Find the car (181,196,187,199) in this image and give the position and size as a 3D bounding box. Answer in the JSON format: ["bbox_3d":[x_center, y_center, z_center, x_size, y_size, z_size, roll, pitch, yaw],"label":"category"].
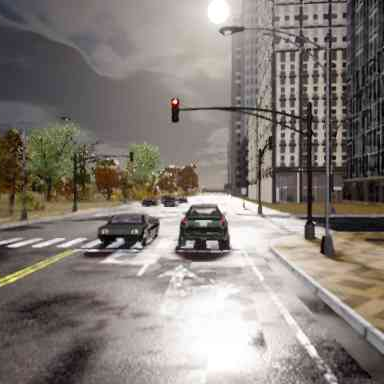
[{"bbox_3d":[-1.854,1.542,66.845,1.994,1.385,4.181,0,0,5],"label":"car"}]

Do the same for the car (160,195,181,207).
[{"bbox_3d":[-3.253,1.482,51.347,1.837,1.490,4.892,0,0,5],"label":"car"}]

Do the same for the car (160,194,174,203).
[{"bbox_3d":[-5.076,1.331,67.221,2.097,1.767,4.553,0,0,5],"label":"car"}]

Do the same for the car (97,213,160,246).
[{"bbox_3d":[-2.684,1.593,15.275,1.895,1.301,4.718,0,0,3],"label":"car"}]

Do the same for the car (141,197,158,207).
[{"bbox_3d":[-6.483,1.540,51.704,1.994,1.385,4.181,0,0,5],"label":"car"}]

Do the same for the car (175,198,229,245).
[{"bbox_3d":[0.600,1.345,15.668,2.097,1.767,4.553,0,0,3],"label":"car"}]
